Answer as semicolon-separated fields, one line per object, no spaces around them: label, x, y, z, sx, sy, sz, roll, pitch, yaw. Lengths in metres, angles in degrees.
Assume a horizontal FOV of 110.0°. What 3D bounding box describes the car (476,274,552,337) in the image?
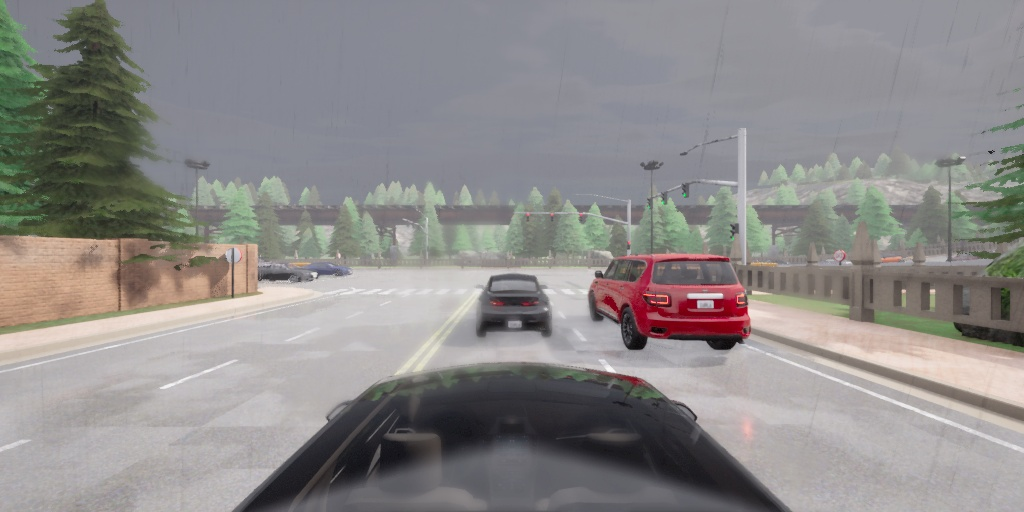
car;0.019;1.255;10.296;1.837;1.490;4.892;0;0;-1

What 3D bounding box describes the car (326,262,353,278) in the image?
car;-17.499;1.276;33.782;4.674;1.442;1.812;0;0;0

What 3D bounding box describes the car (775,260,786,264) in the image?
car;34.744;1.240;48.111;4.892;1.490;1.837;-1;0;0

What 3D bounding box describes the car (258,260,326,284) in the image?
car;-16.980;1.241;26.566;4.902;1.511;2.128;0;0;3

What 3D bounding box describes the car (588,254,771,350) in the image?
car;3.516;0.971;9.196;2.150;2.045;5.566;0;0;0

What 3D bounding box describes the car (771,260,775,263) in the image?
car;29.228;1.242;44.585;4.902;1.511;2.128;0;0;0

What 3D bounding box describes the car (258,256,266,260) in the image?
car;-22.086;0.975;30.273;5.566;2.045;2.150;0;0;0

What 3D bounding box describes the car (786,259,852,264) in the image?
car;35.180;1.279;41.117;5.357;1.411;2.033;-1;0;0
